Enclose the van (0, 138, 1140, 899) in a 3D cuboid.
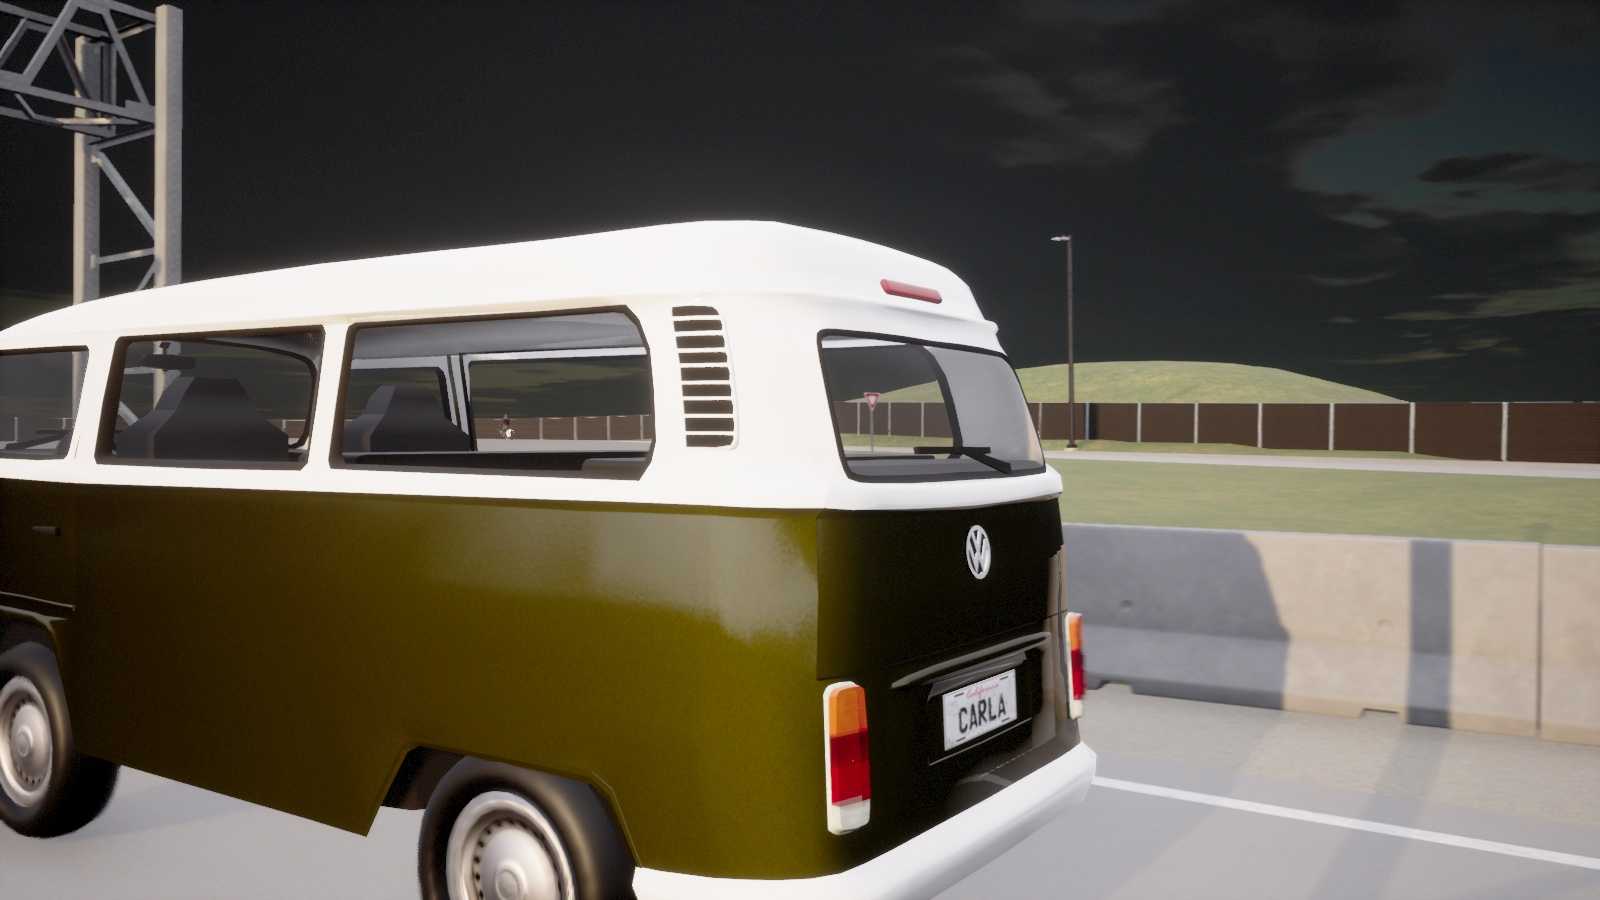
[{"bbox_3d":[-1.328,0.407,4.501,4.480,2.038,2.069,0,1,34],"label":"van"}]
